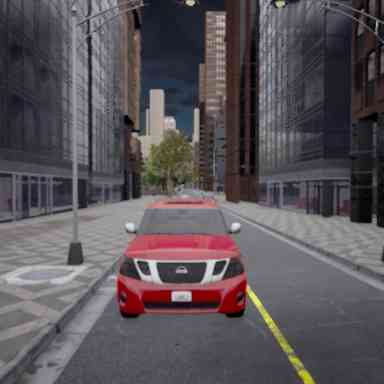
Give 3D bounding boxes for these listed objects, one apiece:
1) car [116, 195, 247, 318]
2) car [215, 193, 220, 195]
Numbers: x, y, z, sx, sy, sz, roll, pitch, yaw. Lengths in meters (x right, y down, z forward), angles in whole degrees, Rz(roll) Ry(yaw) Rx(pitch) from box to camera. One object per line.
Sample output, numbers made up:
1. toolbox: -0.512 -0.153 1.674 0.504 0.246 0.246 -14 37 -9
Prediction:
1. car: -0.197 1.211 7.756 2.150 2.045 5.566 0 0 -1
2. car: 2.106 1.266 44.029 2.097 1.767 4.553 0 0 -1
